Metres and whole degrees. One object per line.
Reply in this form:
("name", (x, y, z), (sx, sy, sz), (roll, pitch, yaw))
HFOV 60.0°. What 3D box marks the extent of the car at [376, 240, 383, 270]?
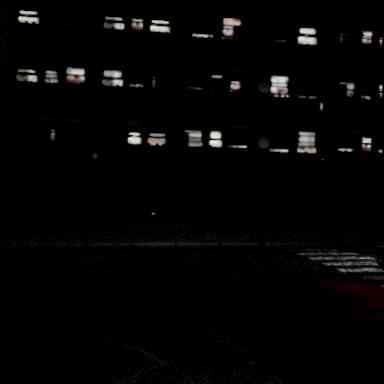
("car", (7.432, 1.660, 8.709), (4.892, 1.490, 1.837), (1, -2, -6))
